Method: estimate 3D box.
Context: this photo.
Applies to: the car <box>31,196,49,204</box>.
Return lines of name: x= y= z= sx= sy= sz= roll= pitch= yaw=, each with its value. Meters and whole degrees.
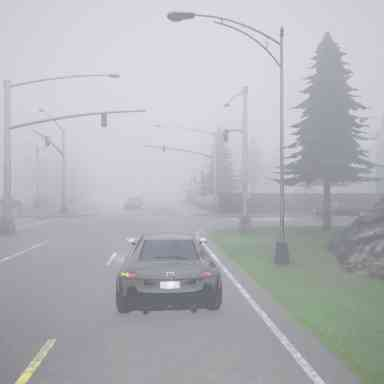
car: x=-25.893 y=1.384 z=56.700 sx=1.970 sy=1.475 sz=3.806 roll=0 pitch=0 yaw=-5

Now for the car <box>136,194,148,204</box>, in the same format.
car: x=-9.477 y=1.352 z=63.152 sx=2.097 sy=1.767 sz=4.553 roll=0 pitch=0 yaw=-5

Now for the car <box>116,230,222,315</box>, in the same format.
car: x=-0.556 y=1.564 z=7.704 sx=1.994 sy=1.385 sz=4.181 roll=0 pitch=0 yaw=-5

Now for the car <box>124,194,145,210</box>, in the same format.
car: x=-7.608 y=1.352 z=43.092 sx=2.097 sy=1.767 sz=4.553 roll=0 pitch=0 yaw=-5

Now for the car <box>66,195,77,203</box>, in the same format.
car: x=-23.555 y=1.374 z=64.347 sx=1.845 sy=1.501 sz=3.633 roll=0 pitch=0 yaw=-5

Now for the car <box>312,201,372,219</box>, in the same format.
car: x=12.716 y=1.492 z=28.334 sx=4.902 sy=1.511 sz=2.128 roll=0 pitch=0 yaw=-7

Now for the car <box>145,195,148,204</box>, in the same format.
car: x=-8.538 y=1.564 z=52.942 sx=1.994 sy=1.385 sz=4.181 roll=0 pitch=0 yaw=-5

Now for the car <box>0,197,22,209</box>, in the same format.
car: x=-21.330 y=1.340 z=38.409 sx=2.007 sy=1.523 sz=4.514 roll=0 pitch=0 yaw=-5
